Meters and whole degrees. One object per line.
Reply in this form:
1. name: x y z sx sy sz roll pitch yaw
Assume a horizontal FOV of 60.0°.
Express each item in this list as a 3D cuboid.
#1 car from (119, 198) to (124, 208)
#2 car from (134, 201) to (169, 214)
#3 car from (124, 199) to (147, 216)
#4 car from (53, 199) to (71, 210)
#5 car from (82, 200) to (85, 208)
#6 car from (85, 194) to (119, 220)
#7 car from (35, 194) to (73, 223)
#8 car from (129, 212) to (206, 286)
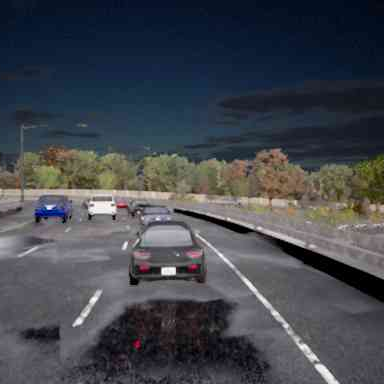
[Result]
1. car: -9.826 1.518 44.534 1.994 1.385 4.181 0 0 -23
2. car: -2.301 1.524 20.485 2.033 1.411 5.357 0 0 -11
3. car: -5.039 1.472 31.686 1.837 1.490 4.892 0 1 -17
4. car: -16.876 1.562 43.186 1.895 1.301 4.718 0 0 -25
5. car: -13.419 1.504 44.124 2.033 1.411 5.357 0 0 -24
6. car: -7.666 1.193 28.433 2.150 2.045 5.566 0 0 -15
7. car: -10.567 1.201 25.687 2.150 2.045 5.566 0 0 -14
8. car: -0.710 1.515 9.346 1.812 1.442 4.674 0 0 -5
